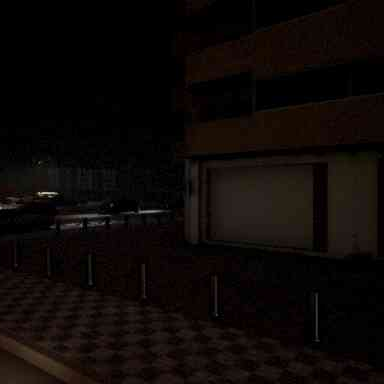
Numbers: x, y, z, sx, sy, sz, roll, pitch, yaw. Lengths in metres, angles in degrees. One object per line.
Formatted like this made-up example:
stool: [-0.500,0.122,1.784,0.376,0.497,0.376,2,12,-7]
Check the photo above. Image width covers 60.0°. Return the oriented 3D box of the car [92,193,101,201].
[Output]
car: [-23.961,1.211,82.202,1.905,1.878,3.866,0,0,35]

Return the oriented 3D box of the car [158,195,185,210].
car: [-1.767,1.547,44.231,2.128,1.511,4.902,0,0,35]

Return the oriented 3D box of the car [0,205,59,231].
car: [-10.499,1.656,19.286,1.895,1.301,4.718,0,0,35]

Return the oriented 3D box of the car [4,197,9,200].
car: [-36.389,1.419,69.611,1.784,1.438,3.905,0,0,35]

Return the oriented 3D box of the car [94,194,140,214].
car: [-7.760,1.407,35.717,2.097,1.767,4.553,0,0,35]

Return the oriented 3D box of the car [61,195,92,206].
car: [-20.214,1.451,58.202,1.970,1.475,3.806,0,0,35]

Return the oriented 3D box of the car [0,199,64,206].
car: [-13.437,1.581,27.600,1.812,1.442,4.674,0,0,35]

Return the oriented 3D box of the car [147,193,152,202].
car: [-7.919,1.212,70.901,1.905,1.878,3.866,0,0,35]

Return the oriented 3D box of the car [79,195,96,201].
car: [-26.319,1.451,83.883,1.970,1.475,3.806,0,0,35]

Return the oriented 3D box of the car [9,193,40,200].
car: [-34.062,1.209,67.886,1.932,1.855,4.605,0,0,35]

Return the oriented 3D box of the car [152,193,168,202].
car: [-5.587,1.209,69.185,1.932,1.855,4.605,0,0,35]
